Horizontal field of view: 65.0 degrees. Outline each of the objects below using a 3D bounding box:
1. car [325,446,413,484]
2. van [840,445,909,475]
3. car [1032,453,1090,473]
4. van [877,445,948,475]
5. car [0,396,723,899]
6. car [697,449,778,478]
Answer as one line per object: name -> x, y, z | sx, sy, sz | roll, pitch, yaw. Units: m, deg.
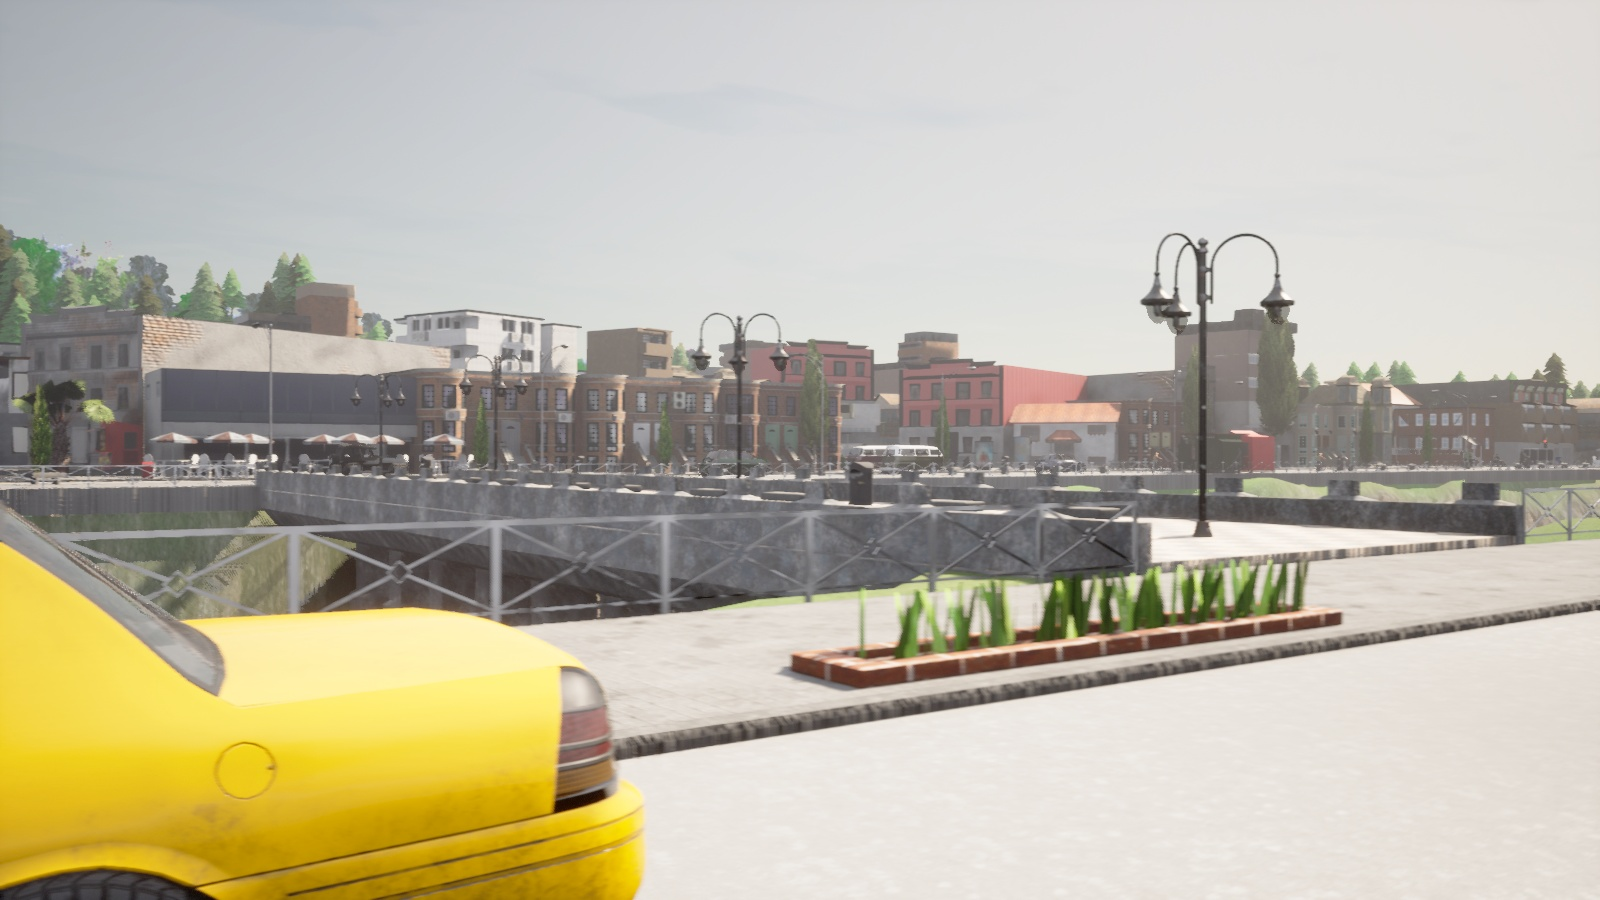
car -> -21.979, 0.744, 64.122 | 3.866, 1.878, 1.905 | 0, 0, -35
van -> 5.208, 0.673, 87.930 | 4.480, 2.038, 2.069 | 0, 0, -35
car -> 19.321, 0.945, 92.885 | 4.193, 1.474, 1.816 | 0, 0, -35
van -> 7.633, 0.660, 84.746 | 4.480, 2.038, 2.069 | 0, 0, -35
car -> -2.904, 0.695, 2.247 | 5.366, 1.575, 1.801 | 0, 0, -35
car -> -3.806, 0.800, 76.779 | 4.553, 1.767, 2.097 | 0, 0, -35
